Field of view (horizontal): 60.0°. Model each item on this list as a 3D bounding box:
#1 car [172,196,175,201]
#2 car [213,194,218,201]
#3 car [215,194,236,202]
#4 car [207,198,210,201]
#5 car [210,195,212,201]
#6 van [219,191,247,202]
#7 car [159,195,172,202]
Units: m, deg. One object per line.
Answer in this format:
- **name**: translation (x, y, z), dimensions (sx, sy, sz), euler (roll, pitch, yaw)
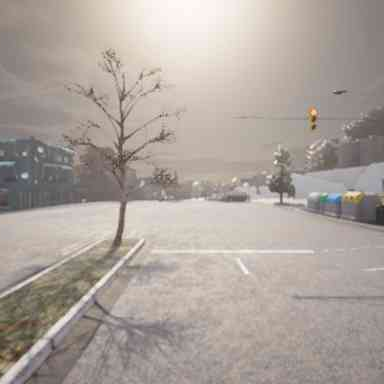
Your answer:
- **car**: translation (-5.977, 1.853, 94.292), dimensions (1.994, 1.385, 4.181), euler (0, -1, 0)
- **car**: translation (7.831, 1.316, 70.100), dimensions (5.366, 1.575, 1.946), euler (1, -1, -20)
- **car**: translation (8.028, 1.367, 79.111), dimensions (4.553, 1.767, 2.185), euler (1, -1, -20)
- **car**: translation (8.009, 1.533, 94.006), dimensions (5.566, 2.045, 2.435), euler (1, -2, -20)
- **car**: translation (8.163, 1.606, 85.124), dimensions (5.366, 1.575, 1.946), euler (1, -1, -20)
- **van**: translation (7.907, 0.925, 61.194), dimensions (4.442, 1.987, 1.878), euler (1, -1, -20)
- **car**: translation (-5.940, 1.395, 70.551), dimensions (1.994, 1.385, 4.181), euler (0, -1, 0)
